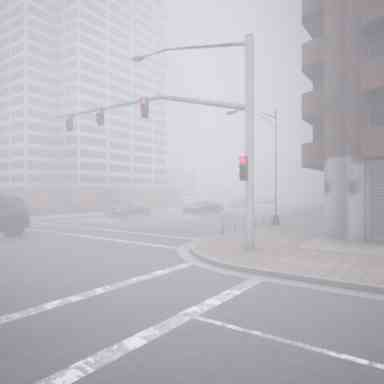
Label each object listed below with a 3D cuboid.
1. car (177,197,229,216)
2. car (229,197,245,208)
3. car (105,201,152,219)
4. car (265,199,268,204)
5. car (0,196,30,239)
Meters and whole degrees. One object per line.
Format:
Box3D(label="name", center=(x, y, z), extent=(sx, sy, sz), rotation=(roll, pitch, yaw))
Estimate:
Box3D(label="car", center=(1.235, 1.541, 33.159), extent=(2.033, 1.411, 5.357), rotation=(0, 0, 35))
Box3D(label="car", center=(6.874, 1.501, 47.117), extent=(1.837, 1.490, 4.892), rotation=(0, 0, 35))
Box3D(label="car", center=(-5.542, 1.518, 29.577), extent=(1.812, 1.442, 4.674), rotation=(0, 0, 35))
Box3D(label="car", center=(10.256, 1.161, 45.826), extent=(1.994, 1.385, 4.181), rotation=(0, 0, 35))
Box3D(label="car", center=(-9.955, 1.218, 14.878), extent=(2.150, 2.045, 5.566), rotation=(0, -1, 19))
